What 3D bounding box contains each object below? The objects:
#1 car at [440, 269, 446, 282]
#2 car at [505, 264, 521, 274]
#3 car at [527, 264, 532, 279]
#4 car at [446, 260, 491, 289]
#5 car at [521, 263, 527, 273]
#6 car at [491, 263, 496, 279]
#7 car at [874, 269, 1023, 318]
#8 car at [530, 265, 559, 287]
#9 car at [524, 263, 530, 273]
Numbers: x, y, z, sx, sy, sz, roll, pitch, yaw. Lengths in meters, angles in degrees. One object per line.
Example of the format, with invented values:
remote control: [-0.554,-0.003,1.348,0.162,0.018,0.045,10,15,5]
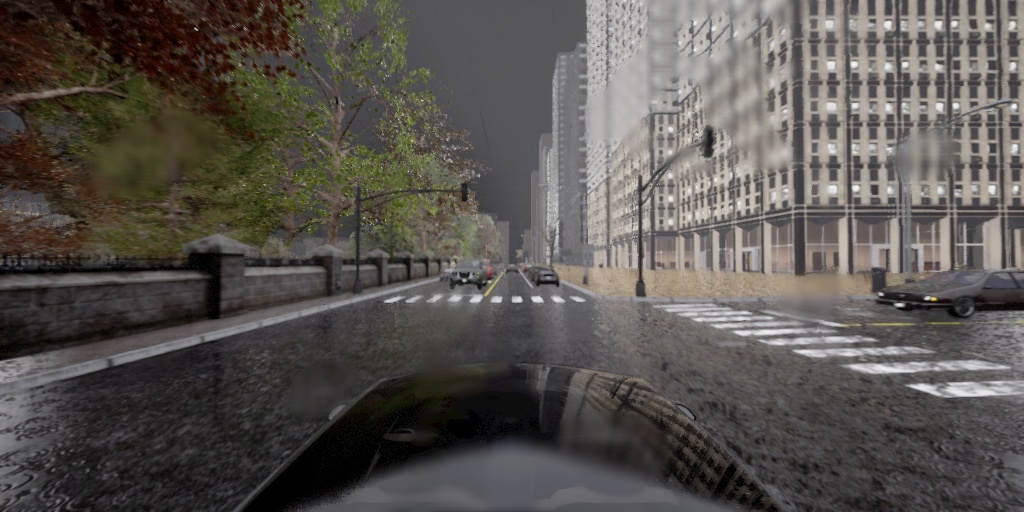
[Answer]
car: [-5.690,1.751,34.000,1.802,1.307,4.207,0,0,0]
car: [-0.001,1.959,55.210,1.837,1.490,4.892,0,-1,0]
car: [2.690,1.734,34.000,1.948,1.339,4.313,0,0,0]
car: [-3.070,1.292,26.488,2.150,2.045,5.566,0,-1,2]
car: [2.691,2.018,56.528,1.888,1.381,4.507,0,0,0]
car: [-3.101,1.431,37.069,2.150,2.045,5.566,0,-1,0]
car: [15.140,1.145,11.595,5.357,1.411,2.033,-1,-1,0]
car: [2.690,1.660,28.367,1.948,1.339,4.313,0,0,0]
car: [2.690,1.809,39.632,1.948,1.339,4.313,0,0,0]
